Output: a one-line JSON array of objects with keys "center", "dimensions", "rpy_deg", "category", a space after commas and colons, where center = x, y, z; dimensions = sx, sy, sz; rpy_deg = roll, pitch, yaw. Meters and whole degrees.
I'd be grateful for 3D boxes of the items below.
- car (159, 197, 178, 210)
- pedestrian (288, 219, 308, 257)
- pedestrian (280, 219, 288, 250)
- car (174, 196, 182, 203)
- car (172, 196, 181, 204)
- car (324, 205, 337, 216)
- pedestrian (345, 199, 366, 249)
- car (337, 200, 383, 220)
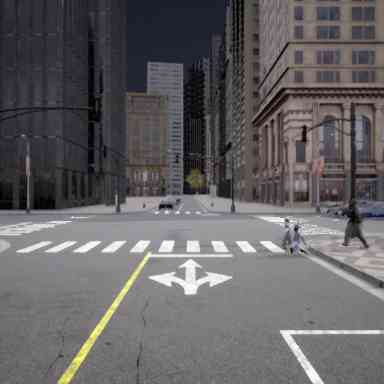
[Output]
[{"center": [-3.211, 1.643, 42.897], "dimensions": [1.895, 1.301, 4.718], "rpy_deg": [0, 0, 0], "category": "car"}, {"center": [3.684, 1.294, 11.567], "dimensions": [0.375, 1.860, 0.375], "rpy_deg": [0, 0, 0], "category": "pedestrian"}, {"center": [3.726, 1.574, 12.763], "dimensions": [0.375, 1.300, 0.375], "rpy_deg": [0, 0, 0], "category": "pedestrian"}, {"center": [-3.257, 1.561, 55.215], "dimensions": [2.128, 1.511, 4.902], "rpy_deg": [0, 0, 0], "category": "car"}, {"center": [-3.249, 1.612, 70.308], "dimensions": [1.837, 1.490, 4.892], "rpy_deg": [0, 0, 0], "category": "car"}, {"center": [14.513, 1.480, 30.073], "dimensions": [4.902, 1.511, 2.128], "rpy_deg": [0, 0, -2], "category": "car"}, {"center": [5.985, 1.141, 12.175], "dimensions": [0.375, 1.860, 0.375], "rpy_deg": [0, 0, 0], "category": "pedestrian"}, {"center": [14.993, 1.510, 26.777], "dimensions": [5.357, 1.411, 2.033], "rpy_deg": [0, 0, 0], "category": "car"}]
